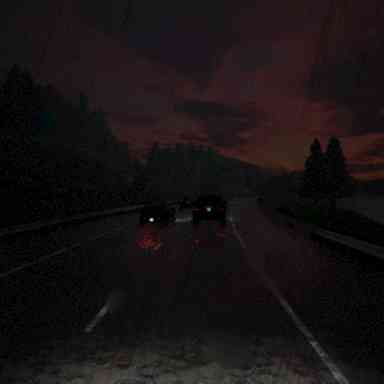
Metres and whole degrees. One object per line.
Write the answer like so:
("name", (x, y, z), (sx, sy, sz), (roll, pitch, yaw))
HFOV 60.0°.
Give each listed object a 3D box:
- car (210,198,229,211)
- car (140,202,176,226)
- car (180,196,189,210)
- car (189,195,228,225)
("car", (3.512, 1.488, 41.966), (2.033, 1.411, 5.357), (0, 0, 9))
("car", (-2.303, 1.469, 23.051), (1.837, 1.490, 4.892), (0, 0, 5))
("car", (-0.111, 1.293, 41.310), (2.097, 1.767, 4.553), (0, 0, 8))
("car", (1.263, 1.189, 23.647), (2.150, 2.045, 5.566), (0, 0, 4))
